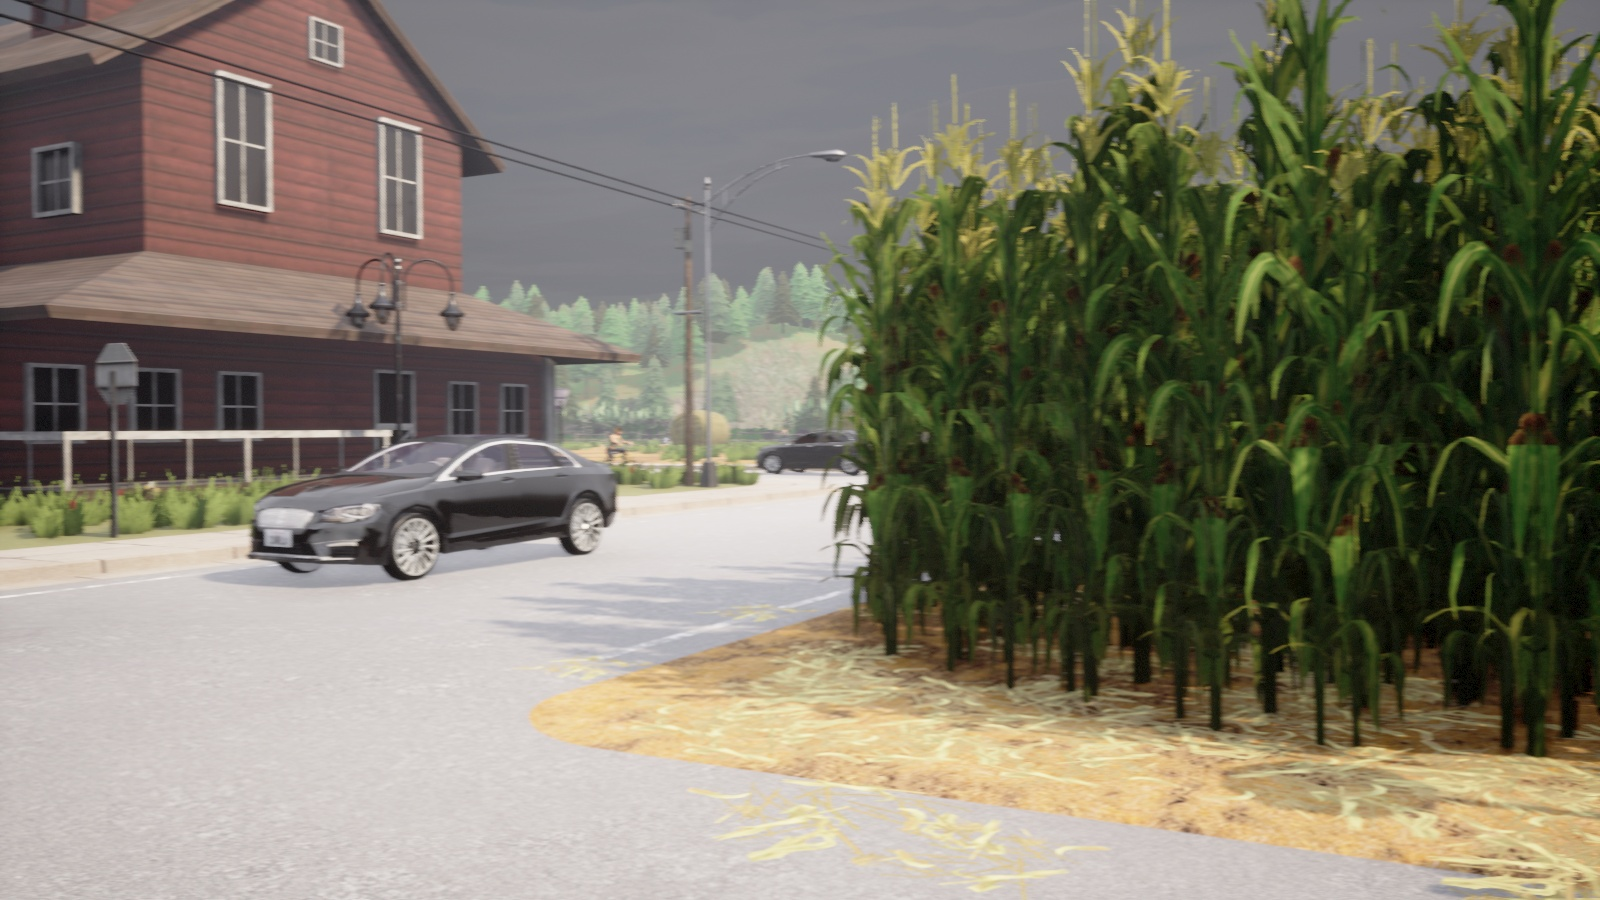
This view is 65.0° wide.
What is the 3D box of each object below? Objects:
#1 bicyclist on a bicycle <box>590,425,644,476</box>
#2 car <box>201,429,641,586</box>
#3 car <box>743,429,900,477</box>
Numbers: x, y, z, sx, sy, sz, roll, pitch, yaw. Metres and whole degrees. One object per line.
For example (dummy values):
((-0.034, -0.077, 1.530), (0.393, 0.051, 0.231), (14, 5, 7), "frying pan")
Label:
((-5.951, -0.005, 40.843), (1.509, 1.612, 0.866), (1, 1, 27), "bicyclist on a bicycle")
((-4.153, 0.509, 14.744), (2.128, 1.511, 4.902), (1, 1, 28), "car")
((0.676, 0.073, 41.437), (4.892, 1.490, 1.837), (1, 1, 29), "car")
